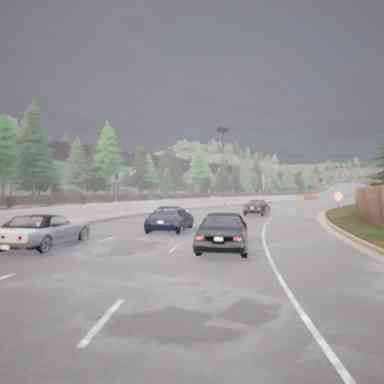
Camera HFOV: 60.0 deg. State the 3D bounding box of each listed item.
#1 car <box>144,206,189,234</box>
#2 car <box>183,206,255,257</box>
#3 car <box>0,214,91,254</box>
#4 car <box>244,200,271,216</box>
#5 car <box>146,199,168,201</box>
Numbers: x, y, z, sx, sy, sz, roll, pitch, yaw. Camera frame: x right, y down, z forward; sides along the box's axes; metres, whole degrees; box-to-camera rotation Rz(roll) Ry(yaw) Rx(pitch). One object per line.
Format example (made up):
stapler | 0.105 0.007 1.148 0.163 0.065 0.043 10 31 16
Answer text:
car | -1.168 1.462 18.489 1.994 1.385 4.181 0 0 12
car | 1.215 1.486 12.725 2.033 1.411 5.357 0 0 9
car | -5.765 1.505 13.037 1.895 1.301 4.718 0 0 8
car | 6.009 1.416 30.584 2.033 1.411 5.357 0 0 21
car | -5.258 1.215 48.354 2.128 1.511 4.902 0 0 28
